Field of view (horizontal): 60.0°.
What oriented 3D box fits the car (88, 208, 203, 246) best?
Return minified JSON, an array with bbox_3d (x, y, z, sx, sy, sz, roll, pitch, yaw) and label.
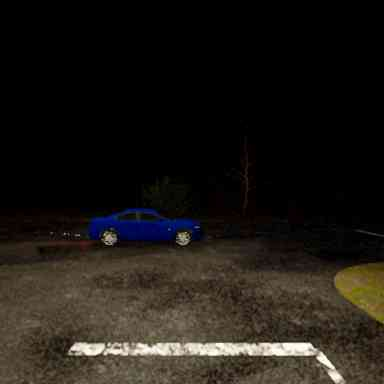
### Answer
[{"bbox_3d":[-1.998,1.489,14.709,5.008,1.535,1.882,0,0,-1],"label":"car"}]
